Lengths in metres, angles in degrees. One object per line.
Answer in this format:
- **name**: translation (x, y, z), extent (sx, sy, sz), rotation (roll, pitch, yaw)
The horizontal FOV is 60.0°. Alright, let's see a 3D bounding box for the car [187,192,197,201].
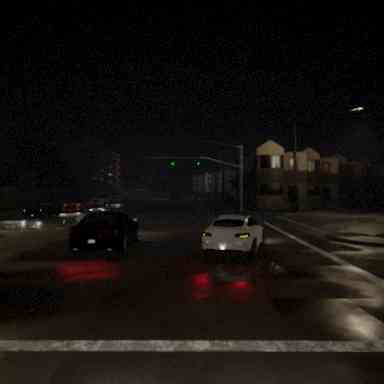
- **car**: translation (-0.034, 0.937, 74.689), extent (2.150, 2.045, 5.566), rotation (0, -1, 0)

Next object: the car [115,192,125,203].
- **car**: translation (-14.028, 1.037, 62.110), extent (2.150, 2.045, 5.566), rotation (0, 1, 0)

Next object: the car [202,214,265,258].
- **car**: translation (1.730, 1.580, 13.059), extent (1.812, 1.442, 4.674), rotation (0, 0, 18)

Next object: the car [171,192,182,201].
- **car**: translation (-3.533, 0.942, 74.385), extent (2.150, 2.045, 5.566), rotation (0, 0, 0)

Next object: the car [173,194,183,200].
- **car**: translation (-3.538, 1.355, 85.081), extent (2.128, 1.511, 4.902), rotation (0, -1, 0)

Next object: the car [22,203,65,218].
- **car**: translation (-14.117, 1.749, 31.589), extent (1.895, 1.301, 4.718), rotation (0, 0, 0)

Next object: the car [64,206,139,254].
- **car**: translation (-3.407, 1.535, 13.736), extent (1.882, 1.535, 5.008), rotation (0, 0, 0)

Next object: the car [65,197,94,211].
- **car**: translation (-14.102, 1.503, 40.855), extent (2.097, 1.767, 4.553), rotation (0, 1, 0)

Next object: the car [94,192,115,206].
- **car**: translation (-14.042, 1.246, 51.372), extent (2.150, 2.045, 5.566), rotation (0, 1, 0)
